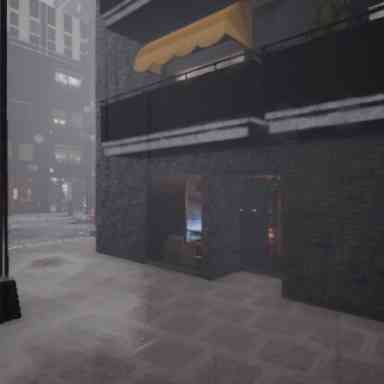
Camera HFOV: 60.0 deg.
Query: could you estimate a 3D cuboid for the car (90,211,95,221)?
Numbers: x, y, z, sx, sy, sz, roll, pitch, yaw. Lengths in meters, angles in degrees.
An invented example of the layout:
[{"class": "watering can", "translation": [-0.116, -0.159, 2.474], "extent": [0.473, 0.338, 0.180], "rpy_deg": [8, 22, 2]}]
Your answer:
[{"class": "car", "translation": [-3.869, 1.358, 20.979], "extent": [1.895, 1.301, 4.718], "rpy_deg": [0, 0, 42]}]
